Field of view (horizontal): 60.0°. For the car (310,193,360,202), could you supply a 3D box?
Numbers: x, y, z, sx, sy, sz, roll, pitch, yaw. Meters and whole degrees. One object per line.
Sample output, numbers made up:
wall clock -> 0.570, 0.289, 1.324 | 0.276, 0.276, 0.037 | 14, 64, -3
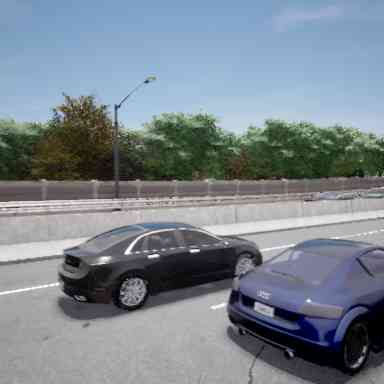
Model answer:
car -> 15.475, 0.909, 35.867 | 4.902, 1.511, 2.128 | -2, 1, -34

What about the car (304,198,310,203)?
car -> 16.041, 0.873, 40.470 | 5.357, 1.411, 2.033 | -2, 1, -34

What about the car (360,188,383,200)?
car -> 19.588, 0.574, 34.406 | 5.566, 2.045, 2.150 | -2, 1, -33

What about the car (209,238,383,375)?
car -> 2.588, 1.493, 5.557 | 4.181, 1.385, 1.994 | -1, 1, -35

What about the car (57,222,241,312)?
car -> -0.480, 1.452, 7.678 | 4.892, 1.490, 1.837 | -2, 1, -35
